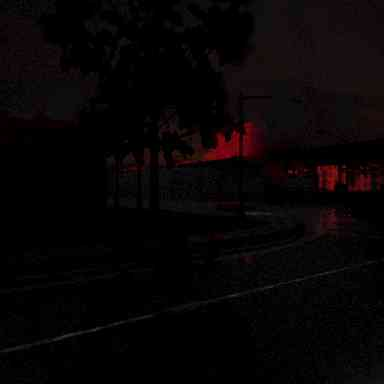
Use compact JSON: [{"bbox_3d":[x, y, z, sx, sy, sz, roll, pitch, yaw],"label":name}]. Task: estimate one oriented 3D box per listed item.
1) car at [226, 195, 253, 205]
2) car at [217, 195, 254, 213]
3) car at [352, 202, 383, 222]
[{"bbox_3d":[8.209,1.352,58.106,2.097,1.767,4.553,0,0,-34],"label":"car"},{"bbox_3d":[4.909,1.351,37.615,2.097,1.767,4.553,0,0,-34],"label":"car"},{"bbox_3d":[14.046,1.476,23.799,1.882,1.535,5.008,0,0,-32],"label":"car"}]
